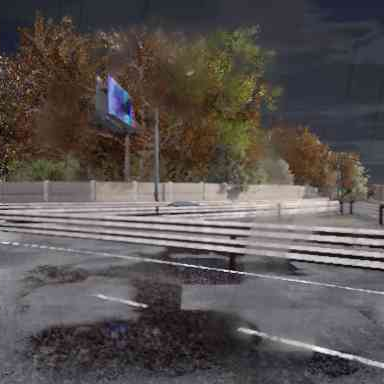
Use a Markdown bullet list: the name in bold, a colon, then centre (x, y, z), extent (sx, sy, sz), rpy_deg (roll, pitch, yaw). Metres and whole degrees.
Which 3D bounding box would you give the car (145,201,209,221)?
- **car**: centre (-1.087, 1.466, 25.173), extent (5.008, 1.535, 1.882), rpy_deg (0, 0, -26)
